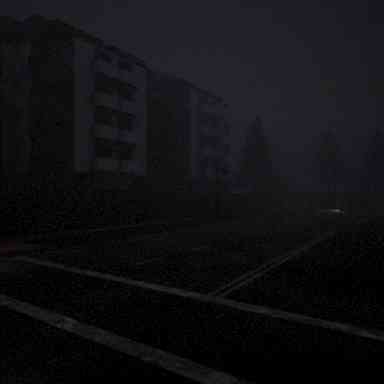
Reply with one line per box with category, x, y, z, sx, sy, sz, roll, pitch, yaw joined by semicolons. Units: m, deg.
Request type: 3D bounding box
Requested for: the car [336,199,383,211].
car;19.912;1.509;39.106;5.357;1.411;2.033;2;3;-4
